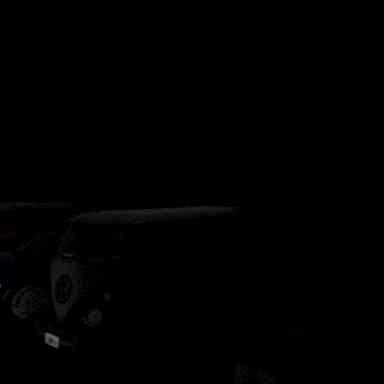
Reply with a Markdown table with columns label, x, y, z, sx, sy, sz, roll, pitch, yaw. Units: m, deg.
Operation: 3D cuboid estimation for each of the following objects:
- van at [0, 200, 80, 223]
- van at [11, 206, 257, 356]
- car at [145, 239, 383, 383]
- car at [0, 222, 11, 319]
| label | x | y | z | sx | sy | sz | roll | pitch | yaw |
| --- | --- | --- | --- | --- | --- | --- | --- | --- | --- |
| van | -4.865 | 1.308 | 9.373 | 1.878 | 1.987 | 4.442 | 0 | 0 | 36 |
| van | -0.473 | 1.271 | 5.964 | 1.878 | 1.987 | 4.442 | 0 | 0 | 35 |
| car | 1.849 | 1.513 | 4.478 | 2.163 | 1.488 | 4.792 | 0 | 0 | 36 |
| car | -2.674 | 1.514 | 7.674 | 2.097 | 1.535 | 5.008 | -1 | 0 | 36 |
